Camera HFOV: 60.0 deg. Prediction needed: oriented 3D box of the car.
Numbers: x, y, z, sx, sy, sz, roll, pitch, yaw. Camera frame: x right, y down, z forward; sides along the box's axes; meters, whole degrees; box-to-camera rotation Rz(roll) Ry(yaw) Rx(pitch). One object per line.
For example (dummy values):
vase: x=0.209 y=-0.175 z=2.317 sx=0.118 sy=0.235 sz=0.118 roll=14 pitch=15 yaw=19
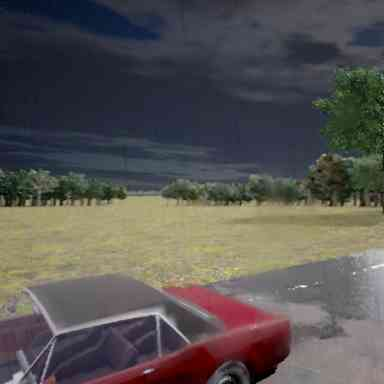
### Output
car: x=-1.286 y=1.601 z=3.075 sx=4.718 sy=1.301 sz=1.895 roll=0 pitch=0 yaw=-35
